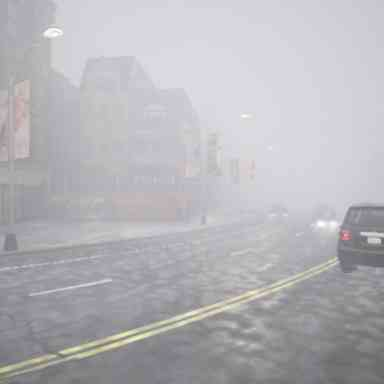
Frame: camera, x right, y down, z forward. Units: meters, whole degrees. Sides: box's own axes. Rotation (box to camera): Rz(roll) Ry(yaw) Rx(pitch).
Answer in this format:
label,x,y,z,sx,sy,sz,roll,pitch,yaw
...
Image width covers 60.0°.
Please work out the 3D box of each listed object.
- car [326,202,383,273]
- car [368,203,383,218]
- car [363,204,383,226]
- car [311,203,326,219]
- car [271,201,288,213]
label,x,y,z,sx,sy,sz,roll,pitch,yaw
car,6.301,1.334,10.411,2.150,2.045,5.566,-1,-1,40
car,20.838,1.924,35.447,2.033,1.411,5.357,0,-1,10
car,15.136,1.794,26.736,1.837,1.490,4.892,0,-1,19
car,13.045,1.870,33.039,2.128,1.511,4.902,0,-1,12
car,11.680,2.021,44.790,1.882,1.535,5.008,0,-1,9
